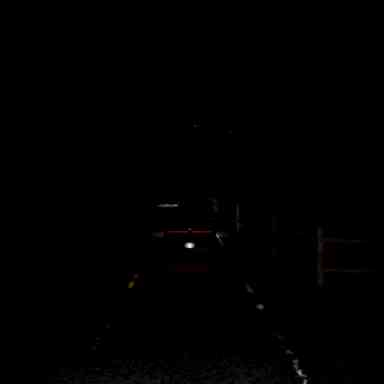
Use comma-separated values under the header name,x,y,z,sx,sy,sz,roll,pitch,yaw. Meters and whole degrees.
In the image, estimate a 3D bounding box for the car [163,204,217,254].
name,x,y,z,sx,sy,sz,roll,pitch,yaw
car,-0.075,1.433,13.082,1.837,1.490,4.892,0,1,0

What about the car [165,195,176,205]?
name,x,y,z,sx,sy,sz,roll,pitch,yaw
car,-3.315,1.245,52.785,1.812,1.442,4.674,0,0,0

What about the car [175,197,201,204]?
name,x,y,z,sx,sy,sz,roll,pitch,yaw
car,-0.218,1.317,29.237,1.882,1.535,5.008,0,1,0
